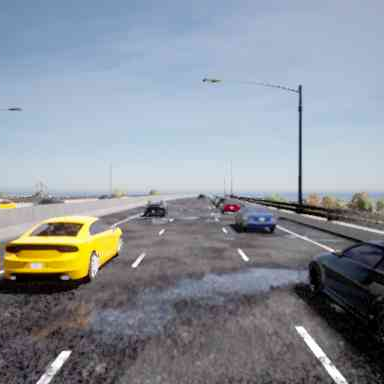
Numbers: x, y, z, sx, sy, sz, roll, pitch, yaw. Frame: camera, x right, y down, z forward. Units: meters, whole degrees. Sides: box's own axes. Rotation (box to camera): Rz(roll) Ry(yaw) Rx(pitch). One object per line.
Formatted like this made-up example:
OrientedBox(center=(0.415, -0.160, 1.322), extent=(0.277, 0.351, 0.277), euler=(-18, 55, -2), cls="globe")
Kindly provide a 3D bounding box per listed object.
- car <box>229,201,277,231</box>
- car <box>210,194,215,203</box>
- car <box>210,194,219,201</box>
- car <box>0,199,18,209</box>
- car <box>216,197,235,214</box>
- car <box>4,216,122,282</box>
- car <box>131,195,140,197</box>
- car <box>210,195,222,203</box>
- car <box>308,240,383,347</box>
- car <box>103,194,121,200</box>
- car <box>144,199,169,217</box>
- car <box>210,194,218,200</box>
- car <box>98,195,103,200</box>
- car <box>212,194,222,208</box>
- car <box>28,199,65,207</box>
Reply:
OrientedBox(center=(3.723, 1.482, 20.118), extent=(2.033, 1.411, 5.357), euler=(0, 0, 1), cls="car")
OrientedBox(center=(4.402, 1.403, 55.714), extent=(1.812, 1.442, 4.674), euler=(0, 0, 2), cls="car")
OrientedBox(center=(5.249, 1.356, 77.543), extent=(1.882, 1.535, 5.008), euler=(0, 0, 3), cls="car")
OrientedBox(center=(-17.338, 1.386, 29.307), extent=(1.882, 1.535, 5.008), euler=(0, 0, 1), cls="car")
OrientedBox(center=(3.833, 1.467, 33.876), extent=(1.994, 1.385, 4.181), euler=(0, 0, 1), cls="car")
OrientedBox(center=(-3.365, 1.441, 9.699), extent=(1.882, 1.535, 5.008), euler=(0, 0, 0), cls="car")
OrientedBox(center=(-12.431, 1.350, 73.812), extent=(1.994, 1.385, 4.181), euler=(0, 0, 2), cls="car")
OrientedBox(center=(4.791, 1.365, 66.630), extent=(2.128, 1.511, 4.902), euler=(0, 0, 2), cls="car")
OrientedBox(center=(3.619, 1.541, 5.916), extent=(1.994, 1.385, 4.181), euler=(0, 0, 0), cls="car")
OrientedBox(center=(-16.143, 1.209, 68.708), extent=(2.097, 1.767, 4.553), euler=(0, 0, 2), cls="car")
OrientedBox(center=(-3.132, 1.401, 29.899), extent=(2.128, 1.511, 4.902), euler=(0, 0, 1), cls="car")
OrientedBox(center=(5.776, 1.326, 88.454), extent=(2.033, 1.649, 4.856), euler=(0, 0, 3), cls="car")
OrientedBox(center=(-19.424, 1.296, 74.120), extent=(1.837, 1.490, 4.892), euler=(0, 0, 2), cls="car")
OrientedBox(center=(4.082, 1.414, 44.796), extent=(1.812, 1.442, 4.674), euler=(0, 0, 1), cls="car")
OrientedBox(center=(-13.796, 1.382, 31.697), extent=(1.882, 1.535, 5.008), euler=(0, 0, 1), cls="car")
